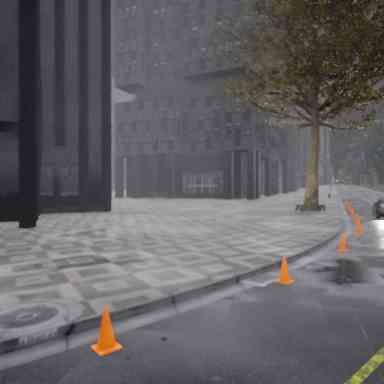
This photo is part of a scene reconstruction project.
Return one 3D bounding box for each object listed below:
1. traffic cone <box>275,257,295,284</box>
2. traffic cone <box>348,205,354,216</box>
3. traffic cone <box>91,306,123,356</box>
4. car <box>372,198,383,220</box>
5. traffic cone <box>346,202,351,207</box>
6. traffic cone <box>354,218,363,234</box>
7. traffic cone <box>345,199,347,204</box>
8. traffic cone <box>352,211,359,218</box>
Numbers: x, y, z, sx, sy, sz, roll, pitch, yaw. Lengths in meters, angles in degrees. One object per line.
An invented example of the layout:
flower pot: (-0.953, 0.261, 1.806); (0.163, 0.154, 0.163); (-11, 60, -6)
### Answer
traffic cone: (2.201, 1.830, 7.892); (0.340, 0.580, 0.340); (0, 1, 44)
traffic cone: (11.729, 1.440, 24.216); (0.340, 0.580, 0.340); (0, 1, 23)
traffic cone: (-1.218, 1.927, 4.733); (0.340, 0.580, 0.340); (-2, 1, -39)
car: (13.308, 1.066, 22.321); (1.994, 1.385, 4.181); (0, 1, 23)
traffic cone: (13.700, 1.333, 28.810); (0.340, 0.580, 0.340); (0, 1, 23)
traffic cone: (7.718, 1.641, 15.370); (0.340, 0.580, 0.340); (0, 1, 29)
traffic cone: (15.669, 1.217, 33.405); (0.340, 0.580, 0.340); (0, 1, 23)
traffic cone: (9.759, 1.544, 19.621); (0.340, 0.580, 0.340); (0, 1, 23)
